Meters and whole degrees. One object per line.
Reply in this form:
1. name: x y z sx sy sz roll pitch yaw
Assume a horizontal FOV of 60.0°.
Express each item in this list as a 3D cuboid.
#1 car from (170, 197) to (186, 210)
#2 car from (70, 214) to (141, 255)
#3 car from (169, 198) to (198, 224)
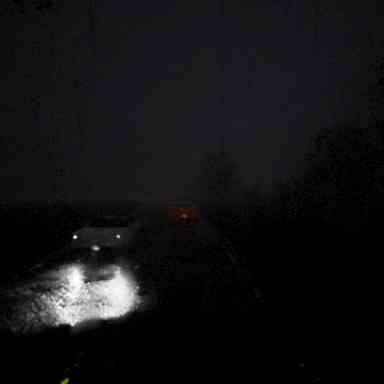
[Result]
1. car: -1.846 1.453 41.940 1.812 1.442 4.674 0 0 -5
2. car: -3.265 1.579 13.315 1.895 1.301 4.718 0 0 -2
3. car: -0.628 1.433 24.696 1.882 1.535 5.008 0 0 -3
